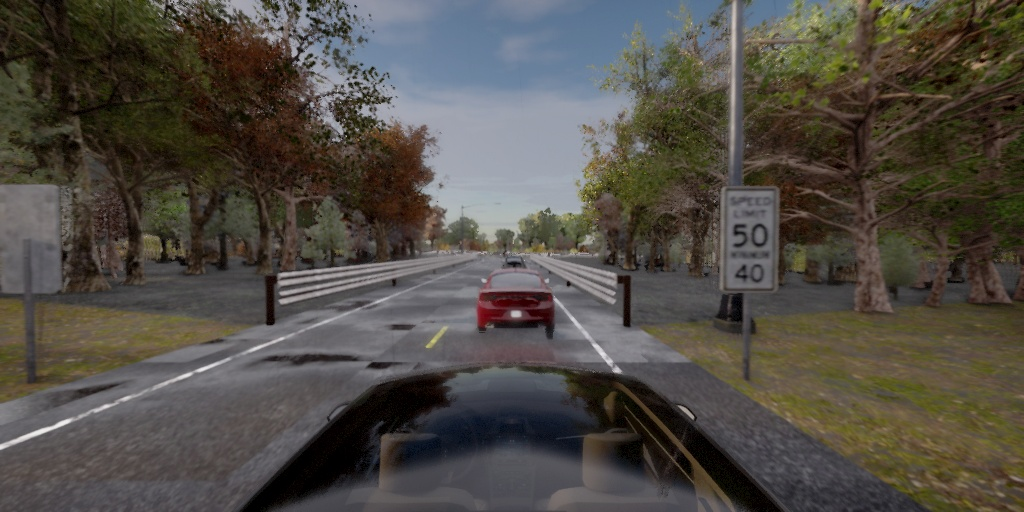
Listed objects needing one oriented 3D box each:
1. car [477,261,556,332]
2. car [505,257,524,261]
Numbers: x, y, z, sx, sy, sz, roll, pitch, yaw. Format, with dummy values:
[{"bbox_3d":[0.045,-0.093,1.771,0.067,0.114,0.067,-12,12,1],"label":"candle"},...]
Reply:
[{"bbox_3d":[0.104,1.073,10.335,1.882,1.535,5.008,0,1,0],"label":"car"},{"bbox_3d":[0.170,0.780,28.175,1.837,1.490,4.892,0,1,0],"label":"car"}]
